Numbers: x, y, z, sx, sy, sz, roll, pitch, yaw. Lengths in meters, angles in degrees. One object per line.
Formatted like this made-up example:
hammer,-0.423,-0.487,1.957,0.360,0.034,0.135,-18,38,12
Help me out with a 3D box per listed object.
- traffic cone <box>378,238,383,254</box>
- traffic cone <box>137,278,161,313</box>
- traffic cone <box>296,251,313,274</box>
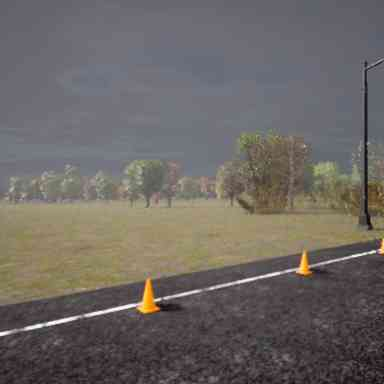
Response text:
traffic cone,7.137,1.969,12.338,0.340,0.580,0.340,0,0,-37
traffic cone,-0.832,1.963,6.416,0.340,0.580,0.340,0,0,-36
traffic cone,3.169,1.965,9.354,0.340,0.580,0.340,0,0,-37
